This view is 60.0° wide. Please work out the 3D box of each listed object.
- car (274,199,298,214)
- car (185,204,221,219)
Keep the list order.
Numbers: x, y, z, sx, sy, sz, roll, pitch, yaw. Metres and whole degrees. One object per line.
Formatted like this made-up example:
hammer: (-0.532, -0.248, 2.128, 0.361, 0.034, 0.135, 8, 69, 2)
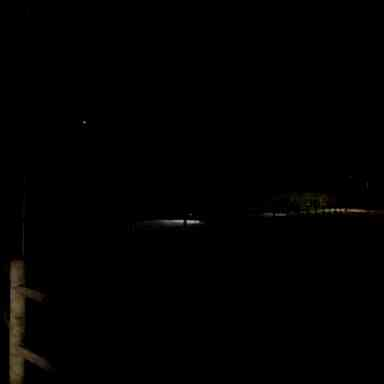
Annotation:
car: (14.026, 2.088, 49.592, 2.150, 2.045, 5.566, 2, -1, 35)
car: (1.052, 1.863, 31.354, 1.994, 1.385, 4.181, 2, 0, 35)
